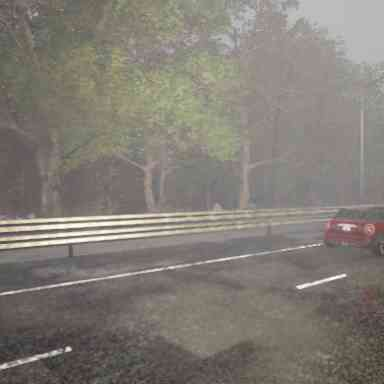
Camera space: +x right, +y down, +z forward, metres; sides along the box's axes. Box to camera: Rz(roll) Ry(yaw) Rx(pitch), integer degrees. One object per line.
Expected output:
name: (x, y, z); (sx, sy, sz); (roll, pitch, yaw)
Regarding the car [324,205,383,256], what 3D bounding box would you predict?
car: (7.371, 1.364, 13.403); (4.553, 1.767, 2.097); (0, 0, -36)
